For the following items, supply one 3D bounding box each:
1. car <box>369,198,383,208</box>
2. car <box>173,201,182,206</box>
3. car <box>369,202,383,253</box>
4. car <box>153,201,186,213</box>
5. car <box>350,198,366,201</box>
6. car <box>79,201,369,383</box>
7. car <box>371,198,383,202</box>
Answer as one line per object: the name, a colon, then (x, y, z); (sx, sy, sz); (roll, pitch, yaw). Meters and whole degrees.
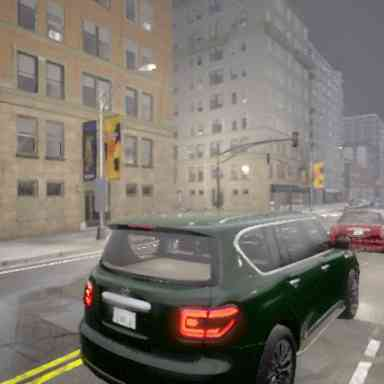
car: (31.014, 1.797, 55.494); (1.837, 1.490, 4.892); (-1, -1, 38)
car: (-1.730, 1.938, 36.340); (4.674, 1.442, 1.812); (-1, -1, 38)
car: (6.980, 1.429, 13.115); (2.097, 1.767, 4.553); (-1, -1, 37)
car: (-3.056, 1.972, 44.292); (4.097, 1.590, 1.967); (-1, -1, 38)
car: (21.202, 1.611, 42.737); (2.097, 1.767, 4.553); (-1, -1, 38)
car: (1.001, 1.275, 5.240); (2.150, 2.045, 5.566); (-1, -1, 38)
car: (23.796, 1.560, 40.782); (2.097, 1.767, 4.553); (-1, -1, 38)
